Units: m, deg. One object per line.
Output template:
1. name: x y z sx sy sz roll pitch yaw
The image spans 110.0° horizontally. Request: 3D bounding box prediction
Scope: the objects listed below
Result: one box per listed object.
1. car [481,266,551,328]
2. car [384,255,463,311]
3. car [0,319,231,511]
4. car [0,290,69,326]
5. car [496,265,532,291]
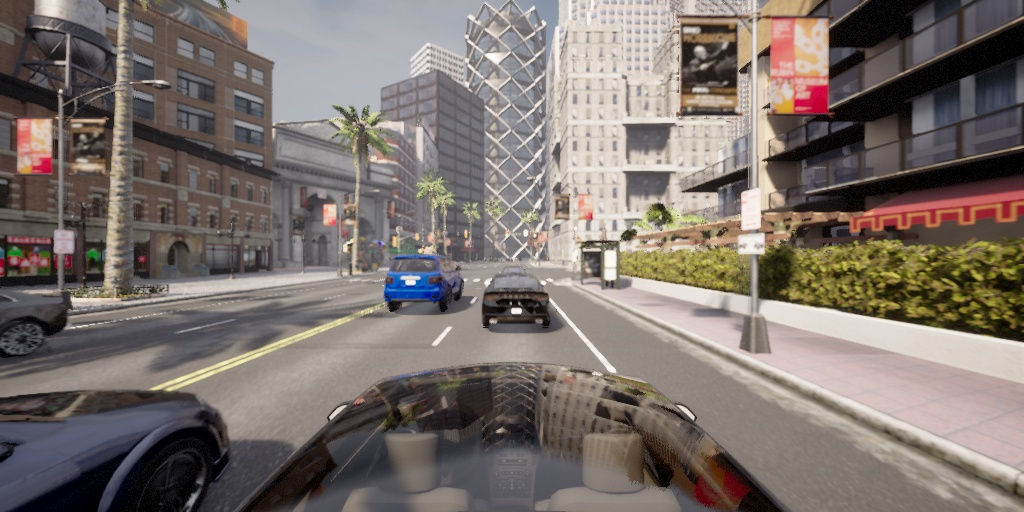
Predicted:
1. car: 0.112 1.237 11.515 1.882 1.535 5.008 0 0 0
2. car: -3.390 0.983 14.663 2.150 2.045 5.566 0 0 0
3. car: -3.359 1.314 1.276 1.994 1.385 4.181 0 0 0
4. car: -10.579 1.245 5.702 2.128 1.511 4.902 0 0 0
5. car: 0.119 1.318 23.181 2.033 1.411 5.357 0 0 0
